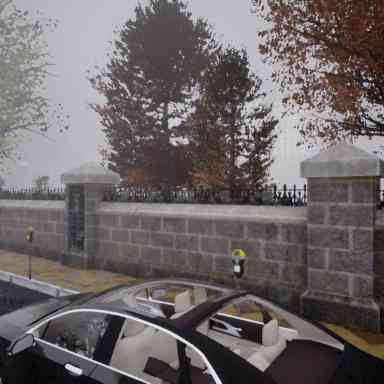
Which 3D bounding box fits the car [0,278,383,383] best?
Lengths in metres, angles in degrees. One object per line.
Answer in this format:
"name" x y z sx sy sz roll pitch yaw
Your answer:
"car" -0.428 1.551 3.183 4.403 1.369 2.008 0 0 36
